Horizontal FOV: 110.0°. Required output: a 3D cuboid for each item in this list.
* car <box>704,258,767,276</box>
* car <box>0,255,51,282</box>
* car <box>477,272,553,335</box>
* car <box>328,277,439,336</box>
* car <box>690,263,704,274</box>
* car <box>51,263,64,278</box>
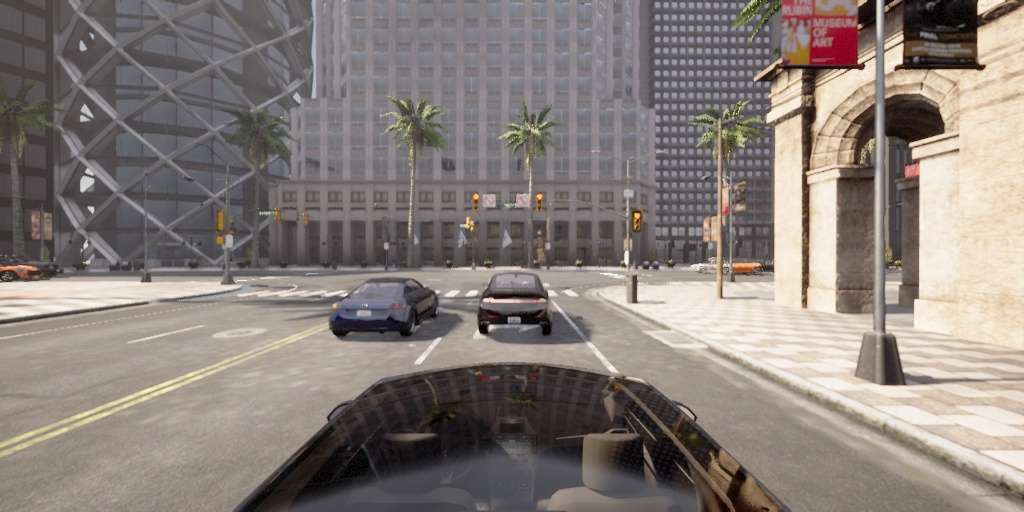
[{"bbox_3d":[22.297,1.020,35.887,4.553,1.767,2.097,0,0,0],"label":"car"},{"bbox_3d":[-38.857,1.043,26.896,4.553,1.767,2.097,0,0,-22],"label":"car"},{"bbox_3d":[0.117,1.221,10.451,2.128,1.511,4.902,0,0,2],"label":"car"},{"bbox_3d":[-3.420,1.293,10.319,1.994,1.385,4.181,0,0,0],"label":"car"},{"bbox_3d":[22.044,1.185,39.387,4.674,1.442,1.812,0,0,0],"label":"car"},{"bbox_3d":[-41.533,0.905,29.701,5.566,2.045,2.150,0,0,-24],"label":"car"}]
